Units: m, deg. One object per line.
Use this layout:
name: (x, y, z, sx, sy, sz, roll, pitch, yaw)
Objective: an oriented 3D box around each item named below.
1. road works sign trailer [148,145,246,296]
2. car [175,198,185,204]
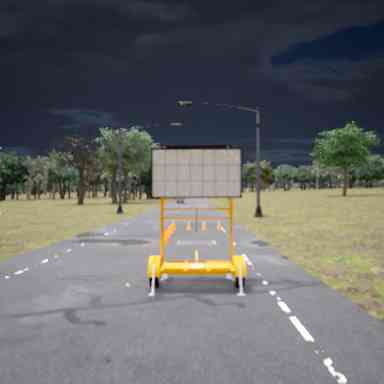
road works sign trailer: (0.123, 0.562, 8.923, 2.380, 3.560, 2.880, 0, -1, 1)
car: (-2.587, 1.955, 74.142, 1.837, 1.490, 4.892, 0, 0, 1)
